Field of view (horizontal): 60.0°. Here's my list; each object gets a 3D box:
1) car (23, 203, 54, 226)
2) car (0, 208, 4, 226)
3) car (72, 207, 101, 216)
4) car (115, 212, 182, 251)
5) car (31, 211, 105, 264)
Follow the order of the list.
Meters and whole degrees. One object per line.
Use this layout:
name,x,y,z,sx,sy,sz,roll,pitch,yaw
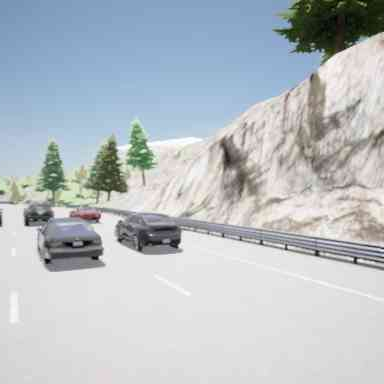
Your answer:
car,-12.272,1.625,26.600,2.097,1.767,4.553,0,-1,-28
car,-15.356,1.603,24.945,2.097,1.767,4.553,0,-1,-28
car,-9.103,1.894,28.097,1.895,1.301,4.718,0,-1,-28
car,-2.113,1.669,15.135,1.837,1.490,4.892,0,0,-28
car,-4.731,1.679,12.587,2.033,1.411,5.357,0,-1,-28
